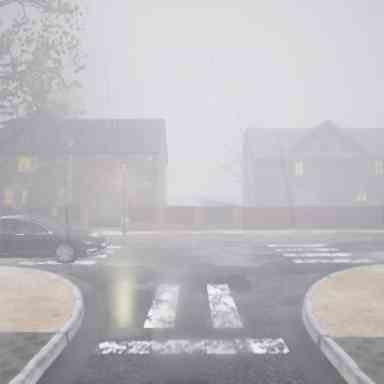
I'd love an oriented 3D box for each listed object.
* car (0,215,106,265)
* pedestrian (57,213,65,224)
[{"bbox_3d":[-5.397,1.559,11.246,4.892,1.490,1.837,0,-1,1],"label":"car"},{"bbox_3d":[-6.726,1.356,17.129,0.375,1.860,0.375,0,-1,1],"label":"pedestrian"}]
